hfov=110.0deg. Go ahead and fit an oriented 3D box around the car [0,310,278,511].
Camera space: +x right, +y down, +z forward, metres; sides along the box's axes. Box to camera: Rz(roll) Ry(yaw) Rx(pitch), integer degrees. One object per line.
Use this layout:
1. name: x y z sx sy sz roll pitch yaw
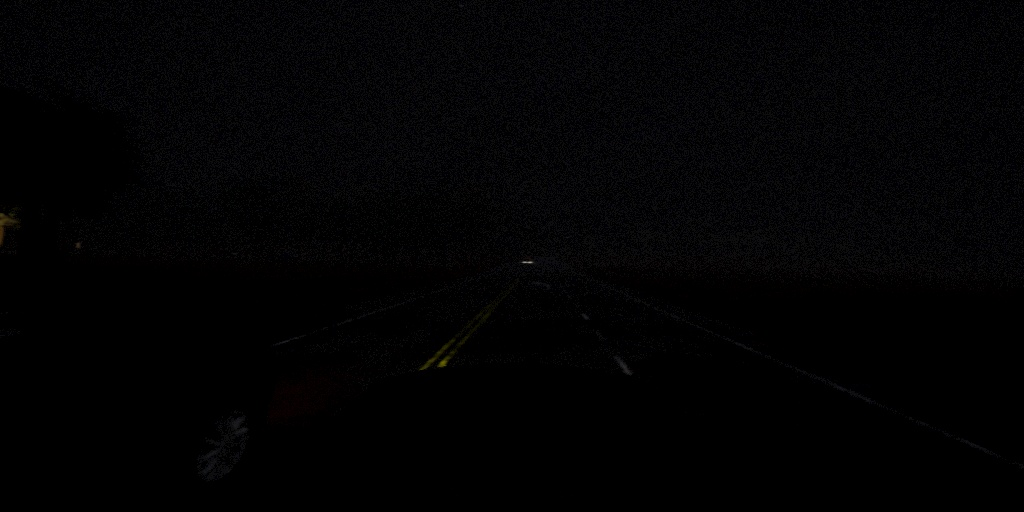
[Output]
1. car: -3.248 1.115 1.562 1.837 1.490 4.892 2 0 1
